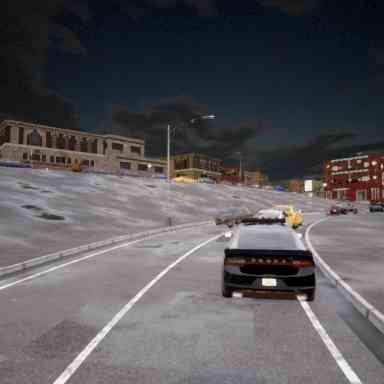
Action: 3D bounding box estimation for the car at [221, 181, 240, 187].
[{"bbox_3d":[6.821,-1.392,67.072,4.792,1.488,2.163,4,-6,-45],"label":"car"}]

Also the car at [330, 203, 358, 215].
[{"bbox_3d":[18.831,2.075,41.347,4.674,1.442,1.812,1,-4,-40],"label":"car"}]

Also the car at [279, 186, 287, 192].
[{"bbox_3d":[21.716,-0.428,83.484,2.435,2.045,5.566,-3,-6,40],"label":"car"}]

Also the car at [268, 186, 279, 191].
[{"bbox_3d":[18.074,-0.651,79.219,2.185,1.767,4.553,-4,-6,41],"label":"car"}]

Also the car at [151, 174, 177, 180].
[{"bbox_3d":[-5.346,-2.212,55.520,4.674,1.452,2.002,4,-5,-41],"label":"car"}]

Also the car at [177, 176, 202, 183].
[{"bbox_3d":[-1.243,-1.984,59.248,5.008,1.535,2.097,4,-6,-42],"label":"car"}]

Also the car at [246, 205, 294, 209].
[{"bbox_3d":[4.252,1.641,17.742,1.812,1.442,4.674,-1,-1,19],"label":"car"}]

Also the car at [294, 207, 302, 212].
[{"bbox_3d":[6.428,1.662,23.041,1.882,1.535,5.008,-2,-2,25],"label":"car"}]

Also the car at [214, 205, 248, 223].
[{"bbox_3d":[3.371,1.842,26.328,1.837,1.490,4.892,-3,-2,27],"label":"car"}]

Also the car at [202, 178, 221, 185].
[{"bbox_3d":[2.762,-1.836,63.052,4.553,1.767,2.185,4,-6,-43],"label":"car"}]

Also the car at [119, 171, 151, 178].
[{"bbox_3d":[-9.529,-2.507,51.886,4.892,1.521,2.231,3,-5,-40],"label":"car"}]

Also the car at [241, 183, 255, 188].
[{"bbox_3d":[10.656,-1.097,71.030,2.002,1.452,4.674,-4,-6,44],"label":"car"}]

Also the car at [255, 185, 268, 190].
[{"bbox_3d":[14.339,-0.849,75.001,2.231,1.521,4.892,-4,-6,43],"label":"car"}]

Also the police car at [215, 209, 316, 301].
[{"bbox_3d":[1.852,1.456,8.617,1.930,1.638,5.238,-1,0,10],"label":"police car"}]

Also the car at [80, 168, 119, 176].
[{"bbox_3d":[-13.757,-2.739,48.345,4.892,1.521,2.231,3,-5,-40],"label":"car"}]

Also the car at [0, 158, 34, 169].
[{"bbox_3d":[-22.149,-3.297,41.346,4.553,1.767,2.185,3,-5,-40],"label":"car"}]

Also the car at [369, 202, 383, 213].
[{"bbox_3d":[27.904,2.254,49.009,4.902,1.511,2.128,2,-4,-39],"label":"car"}]
